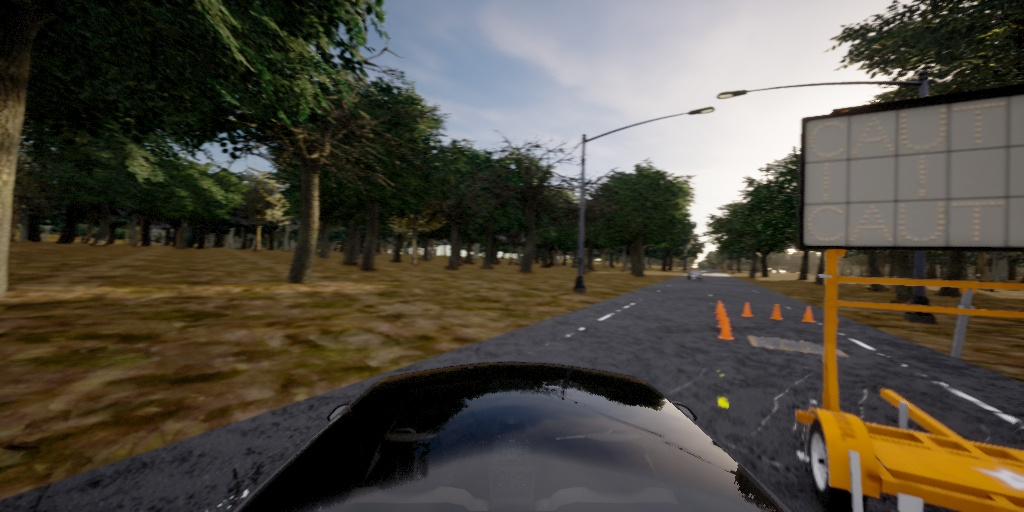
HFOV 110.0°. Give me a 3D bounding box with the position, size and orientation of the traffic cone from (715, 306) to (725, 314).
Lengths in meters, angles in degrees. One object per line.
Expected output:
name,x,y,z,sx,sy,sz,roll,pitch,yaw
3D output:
traffic cone,6.947,2.062,11.808,0.340,0.580,0.340,0,0,29

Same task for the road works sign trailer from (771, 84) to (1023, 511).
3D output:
road works sign trailer,3.945,0.362,3.202,2.380,3.560,2.880,0,0,28

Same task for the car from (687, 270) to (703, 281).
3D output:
car,26.347,2.761,51.706,2.128,1.511,4.902,1,-1,29

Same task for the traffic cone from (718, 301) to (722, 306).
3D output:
traffic cone,7.901,2.116,13.564,0.340,0.580,0.340,0,0,29

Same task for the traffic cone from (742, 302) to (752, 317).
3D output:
traffic cone,9.732,2.193,14.844,0.340,0.580,0.340,0,0,29

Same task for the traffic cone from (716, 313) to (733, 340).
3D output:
traffic cone,5.993,2.008,10.051,0.340,0.580,0.340,0,0,29
